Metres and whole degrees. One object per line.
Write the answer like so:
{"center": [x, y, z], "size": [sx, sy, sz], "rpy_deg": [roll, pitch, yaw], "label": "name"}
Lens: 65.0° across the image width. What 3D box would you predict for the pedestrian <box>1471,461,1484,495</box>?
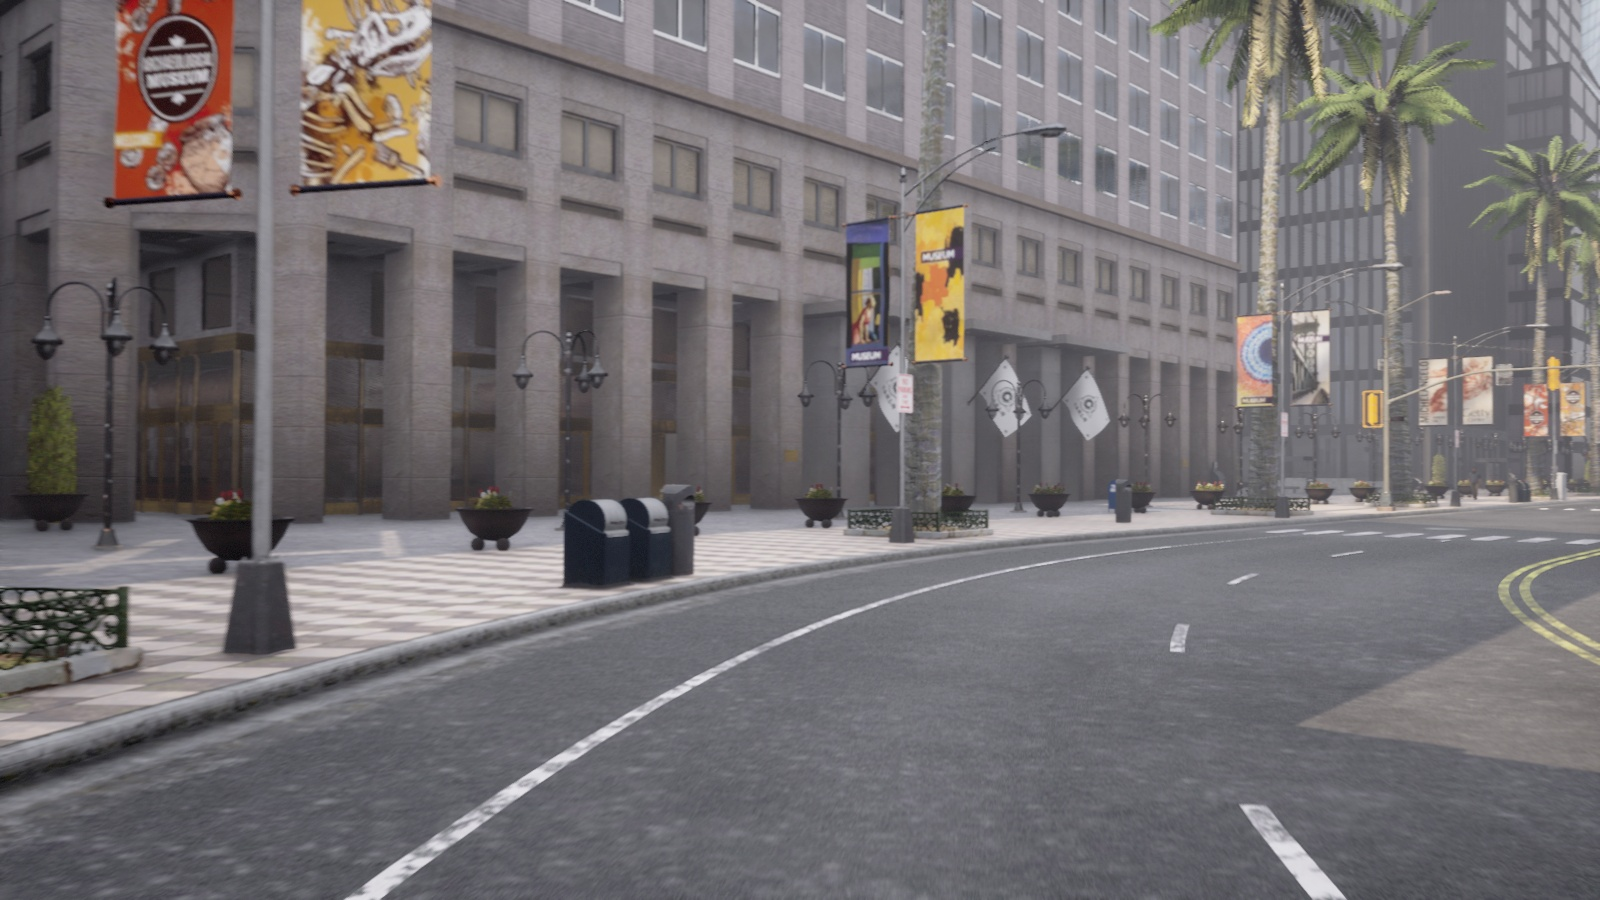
{"center": [36.327, 1.492, 67.310], "size": [0.540, 1.848, 0.694], "rpy_deg": [-1, -1, 32], "label": "pedestrian"}
